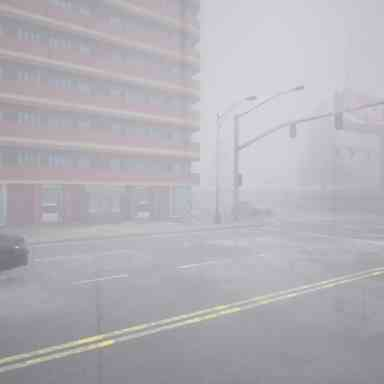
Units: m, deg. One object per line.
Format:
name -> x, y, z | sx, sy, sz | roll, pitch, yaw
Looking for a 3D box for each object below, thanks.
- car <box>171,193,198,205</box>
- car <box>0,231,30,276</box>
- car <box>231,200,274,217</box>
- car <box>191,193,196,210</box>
car -> -1.455, 1.221, 61.344 | 2.150, 2.045, 5.566 | 0, 0, -34
car -> -6.517, 1.526, 8.040 | 4.674, 1.442, 1.812 | 0, 0, -34
car -> 5.638, 1.526, 31.654 | 1.812, 1.442, 4.674 | 0, 0, -34
car -> -1.728, 1.351, 42.592 | 2.097, 1.767, 4.553 | 0, 0, -34
